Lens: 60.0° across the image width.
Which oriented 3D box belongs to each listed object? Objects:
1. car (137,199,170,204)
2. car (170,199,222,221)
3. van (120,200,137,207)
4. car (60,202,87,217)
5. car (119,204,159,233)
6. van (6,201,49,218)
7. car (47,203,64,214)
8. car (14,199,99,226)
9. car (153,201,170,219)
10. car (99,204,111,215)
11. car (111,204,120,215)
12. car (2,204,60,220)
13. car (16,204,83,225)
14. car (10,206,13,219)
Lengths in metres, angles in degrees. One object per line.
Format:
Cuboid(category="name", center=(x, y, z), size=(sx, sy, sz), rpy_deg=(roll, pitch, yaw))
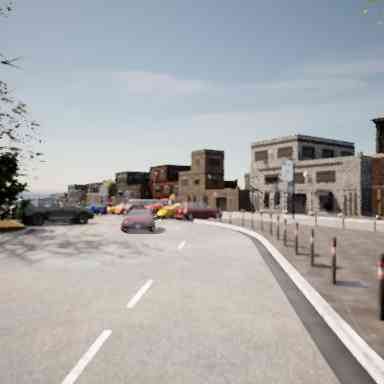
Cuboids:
Cuboid(category="car", center=(-2.667, 1.745, 36.305), size=(5.566, 2.045, 2.435), rpy_deg=(1, -2, -34))
Cuboid(category="car", center=(0.661, 1.739, 31.367), size=(4.553, 1.767, 2.185), rpy_deg=(1, -2, -34))
Cuboid(category="van", center=(-6.185, 1.941, 41.399), size=(4.442, 1.987, 1.878), rpy_deg=(1, -2, -34))
Cuboid(category="car", center=(-14.893, 2.144, 41.709), size=(2.097, 1.767, 4.553), rpy_deg=(1, -2, -33))
Cuboid(category="car", center=(-3.222, 1.723, 21.056), size=(1.812, 1.442, 4.674), rpy_deg=(1, -1, -5))
Cuboid(category="van", center=(-19.860, 2.057, 40.202), size=(4.442, 1.987, 1.878), rpy_deg=(1, -2, -34))
Cuboid(category="car", center=(-27.070, 3.279, 65.826), size=(2.150, 2.045, 5.566), rpy_deg=(1, -3, -33))
Cuboid(category="car", center=(-10.674, 1.556, 26.341), size=(5.566, 2.045, 2.435), rpy_deg=(1, -2, -34))
Cuboid(category="car", center=(-1.015, 1.931, 33.894), size=(5.008, 1.535, 2.097), rpy_deg=(1, -2, -34))
Cuboid(category="car", center=(-13.030, 2.358, 44.954), size=(1.882, 1.535, 5.008), rpy_deg=(1, -2, -34))
Cuboid(category="car", center=(-7.800, 2.136, 43.967), size=(4.553, 1.767, 2.185), rpy_deg=(1, -2, -34))
Cuboid(category="car", center=(-17.080, 2.093, 35.493), size=(5.366, 1.575, 1.946), rpy_deg=(1, -2, -34))
Cuboid(category="car", center=(-12.184, 1.868, 28.534), size=(4.892, 1.521, 2.231), rpy_deg=(1, -2, -34))
Cuboid(category="car", center=(-13.729, 1.681, 30.868), size=(5.566, 2.045, 2.435), rpy_deg=(1, -2, -34))
